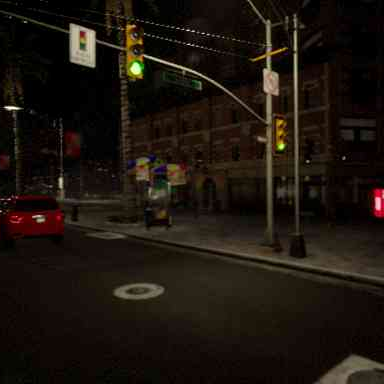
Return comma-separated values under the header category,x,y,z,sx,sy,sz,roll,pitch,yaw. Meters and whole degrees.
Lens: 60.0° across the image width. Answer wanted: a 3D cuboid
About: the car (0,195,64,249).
category,x,y,z,sx,sy,sz,roll,pitch,yaw
car,-7.576,1.180,14.806,2.150,2.045,5.566,-1,1,-41
